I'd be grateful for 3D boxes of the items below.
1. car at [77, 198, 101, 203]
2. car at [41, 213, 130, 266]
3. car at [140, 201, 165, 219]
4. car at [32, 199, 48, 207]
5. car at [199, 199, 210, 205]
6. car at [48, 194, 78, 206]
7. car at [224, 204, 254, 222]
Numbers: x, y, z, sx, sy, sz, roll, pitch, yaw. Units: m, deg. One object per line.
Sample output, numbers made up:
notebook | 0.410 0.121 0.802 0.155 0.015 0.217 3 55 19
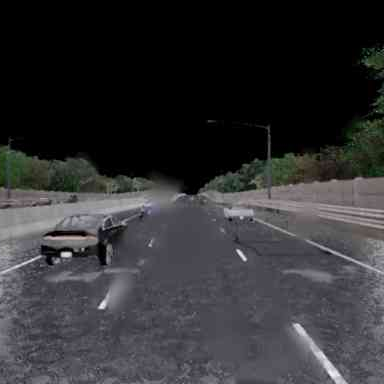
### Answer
car | -14.053 1.613 47.175 2.128 1.511 4.902 0 -1 0
car | -3.394 1.478 11.411 2.128 1.511 4.902 0 0 0
car | -3.384 1.517 29.085 1.812 1.442 4.674 0 0 0
car | -21.034 1.683 48.098 2.033 1.411 5.357 0 -1 1
car | 3.546 2.464 86.202 2.033 1.649 4.856 0 -1 0
car | -17.553 1.333 46.463 2.150 2.045 5.566 0 -1 0
car | 3.615 1.591 26.451 1.895 1.301 4.718 0 0 0
